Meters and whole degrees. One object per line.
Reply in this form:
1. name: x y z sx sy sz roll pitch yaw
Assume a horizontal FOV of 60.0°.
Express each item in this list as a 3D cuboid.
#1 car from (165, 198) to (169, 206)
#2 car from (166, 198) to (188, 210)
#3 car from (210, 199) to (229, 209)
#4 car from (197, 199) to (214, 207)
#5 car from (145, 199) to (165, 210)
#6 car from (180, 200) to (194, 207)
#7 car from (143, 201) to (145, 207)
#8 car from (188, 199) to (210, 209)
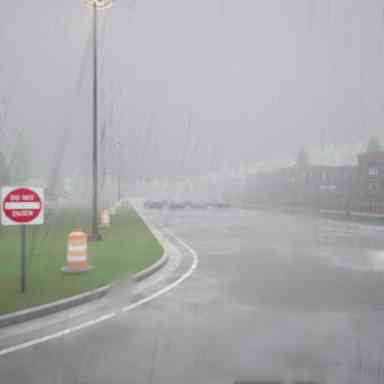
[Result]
1. car: -4.379 1.875 61.671 2.097 1.767 4.553 0 0 -11
2. car: -2.362 2.038 51.937 1.895 1.301 4.718 0 0 -11
3. car: 4.497 1.931 53.327 1.837 1.490 4.892 0 0 -11
4. car: 2.477 2.061 63.083 2.033 1.411 5.357 0 0 -11
5. car: -5.705 1.943 50.799 1.837 1.490 4.892 0 0 -11
6. car: -0.959 2.120 62.420 1.895 1.301 4.718 0 0 -11
7. car: -7.816 2.034 61.008 1.837 1.490 4.892 0 0 -11
8. car: 1.074 1.996 52.610 1.994 1.385 4.181 0 0 -11
